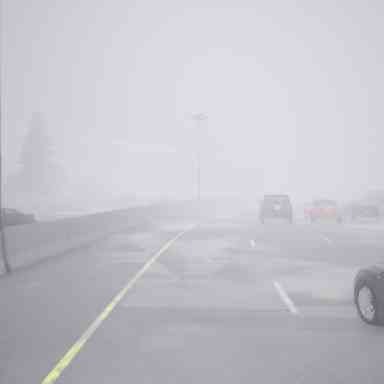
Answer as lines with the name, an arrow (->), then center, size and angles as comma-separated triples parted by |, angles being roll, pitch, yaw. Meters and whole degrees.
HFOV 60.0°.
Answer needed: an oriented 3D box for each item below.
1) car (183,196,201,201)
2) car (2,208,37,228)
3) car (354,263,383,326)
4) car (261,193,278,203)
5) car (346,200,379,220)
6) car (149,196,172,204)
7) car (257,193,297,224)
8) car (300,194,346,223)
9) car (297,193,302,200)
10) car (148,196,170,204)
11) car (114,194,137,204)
car -> 0.164, 1.377, 54.865 | 1.895, 1.301, 4.718 | 0, 0, 22
car -> -9.585, 1.457, 15.801 | 2.033, 1.411, 5.357 | 0, 0, 7
car -> 3.781, 1.498, 4.097 | 1.837, 1.490, 4.892 | 0, 0, 2
car -> 15.254, 1.125, 65.505 | 2.097, 1.767, 4.553 | 0, 0, 28
car -> 13.879, 1.402, 27.654 | 1.882, 1.535, 5.008 | 0, 0, 12
car -> -4.640, 1.301, 51.991 | 1.812, 1.442, 4.674 | 0, 0, 21
car -> 6.025, 1.138, 24.295 | 2.150, 2.045, 5.566 | 0, 0, 10
car -> 9.827, 1.275, 25.292 | 2.097, 1.767, 4.553 | 0, 0, 11
car -> 25.273, 0.945, 79.872 | 2.097, 1.767, 4.553 | 0, 0, 36
car -> -5.822, 1.346, 58.766 | 1.895, 1.301, 4.718 | 0, 0, 22
car -> -10.969, 1.098, 55.030 | 2.097, 1.767, 4.553 | 0, 0, 21
